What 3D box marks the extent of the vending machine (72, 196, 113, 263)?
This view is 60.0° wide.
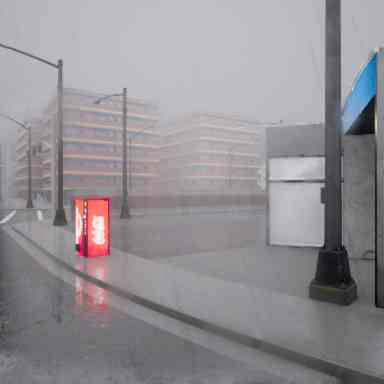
[{"bbox_3d":[-3.361,1.195,11.256,1.100,2.100,0.880,0,0,-36],"label":"vending machine"}]
